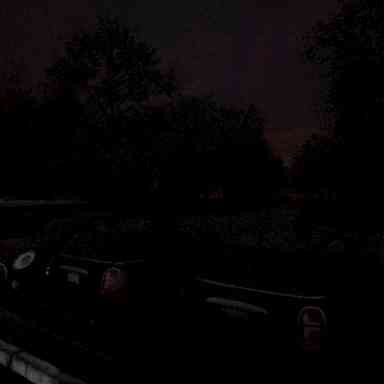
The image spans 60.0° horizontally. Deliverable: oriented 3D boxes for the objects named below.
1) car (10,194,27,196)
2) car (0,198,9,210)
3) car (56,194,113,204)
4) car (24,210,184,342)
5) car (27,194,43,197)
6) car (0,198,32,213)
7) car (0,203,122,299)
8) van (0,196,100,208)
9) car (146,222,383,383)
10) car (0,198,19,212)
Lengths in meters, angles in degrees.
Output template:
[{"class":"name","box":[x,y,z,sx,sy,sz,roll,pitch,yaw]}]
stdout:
[{"class":"car","box":[-18.452,1.226,35.437,2.435,2.045,5.566,0,0,35]},{"class":"car","box":[-25.271,1.499,40.260,2.097,1.535,5.008,0,0,35]},{"class":"car","box":[-9.441,1.219,29.098,2.435,2.045,5.566,0,0,35]},{"class":"car","box":[-0.618,1.350,6.898,2.185,1.767,4.553,0,0,35]},{"class":"car","box":[-11.619,1.218,30.629,2.435,2.045,5.566,0,0,35]},{"class":"car","box":[-20.696,1.513,37.084,2.163,1.488,4.792,0,0,35]},{"class":"car","box":[-2.875,1.349,8.562,2.185,1.767,4.553,0,0,35]},{"class":"van","box":[-5.253,1.248,10.054,1.878,1.987,4.442,0,0,35]},{"class":"car","box":[1.675,1.351,5.285,2.185,1.767,4.553,0,0,35]},{"class":"car","box":[-23.007,1.521,38.639,2.163,1.488,4.792,0,0,35]}]
